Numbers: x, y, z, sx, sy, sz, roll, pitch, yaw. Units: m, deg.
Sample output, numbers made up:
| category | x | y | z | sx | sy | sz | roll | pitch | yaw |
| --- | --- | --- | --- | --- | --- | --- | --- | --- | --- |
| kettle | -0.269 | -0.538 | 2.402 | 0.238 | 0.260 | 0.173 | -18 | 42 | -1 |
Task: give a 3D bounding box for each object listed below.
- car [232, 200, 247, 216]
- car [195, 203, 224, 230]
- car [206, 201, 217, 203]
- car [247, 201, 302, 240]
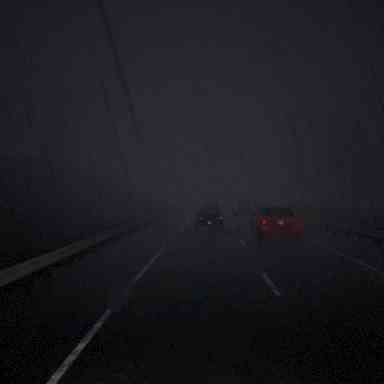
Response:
| category | x | y | z | sx | sy | sz | roll | pitch | yaw |
| --- | --- | --- | --- | --- | --- | --- | --- | --- | --- |
| car | 5.648 | 1.720 | 37.020 | 2.097 | 1.767 | 4.553 | 0 | -1 | 4 |
| car | 1.224 | 1.745 | 22.818 | 1.812 | 1.442 | 4.674 | 0 | 0 | 4 |
| car | 2.439 | 1.907 | 41.687 | 1.837 | 1.490 | 4.892 | 0 | 0 | 4 |
| car | 4.453 | 1.539 | 18.246 | 2.097 | 1.767 | 4.553 | 0 | -1 | 3 |
